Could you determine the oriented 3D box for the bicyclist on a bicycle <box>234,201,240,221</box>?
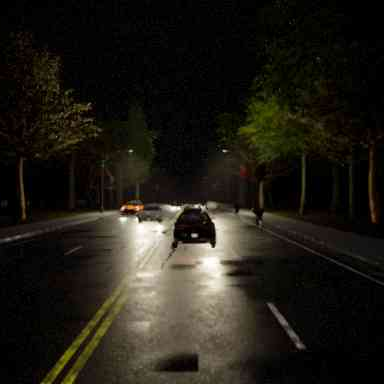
[{"bbox_3d":[4.141,1.736,30.851,0.659,1.776,1.843,0,-1,0],"label":"bicyclist on a bicycle"}]

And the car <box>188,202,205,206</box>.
[{"bbox_3d":[0.097,2.009,34.170,1.895,1.301,4.718,0,-1,0],"label":"car"}]

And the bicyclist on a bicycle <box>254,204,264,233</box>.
[{"bbox_3d":[4.141,1.610,20.735,0.659,1.776,1.843,0,0,0],"label":"bicyclist on a bicycle"}]

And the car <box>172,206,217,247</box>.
[{"bbox_3d":[0.099,1.661,16.076,1.882,1.535,5.008,0,-1,0],"label":"car"}]

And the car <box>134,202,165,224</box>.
[{"bbox_3d":[-3.349,1.854,28.013,1.812,1.442,4.674,0,-1,0],"label":"car"}]

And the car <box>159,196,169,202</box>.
[{"bbox_3d":[-6.508,1.900,78.185,2.150,2.045,5.566,0,-1,0],"label":"car"}]

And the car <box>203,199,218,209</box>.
[{"bbox_3d":[3.350,2.255,56.818,1.812,1.442,4.674,0,-1,0],"label":"car"}]

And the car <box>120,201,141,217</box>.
[{"bbox_3d":[-6.593,1.800,37.201,2.097,1.767,4.553,0,-1,0],"label":"car"}]

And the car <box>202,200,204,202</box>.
[{"bbox_3d":[3.247,2.340,73.434,2.097,1.767,4.553,0,-1,0],"label":"car"}]

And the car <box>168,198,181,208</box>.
[{"bbox_3d":[-3.253,2.427,68.474,2.128,1.511,4.902,0,-1,0],"label":"car"}]
